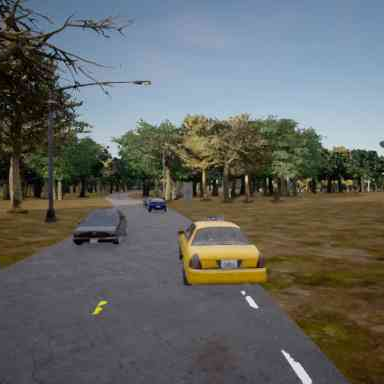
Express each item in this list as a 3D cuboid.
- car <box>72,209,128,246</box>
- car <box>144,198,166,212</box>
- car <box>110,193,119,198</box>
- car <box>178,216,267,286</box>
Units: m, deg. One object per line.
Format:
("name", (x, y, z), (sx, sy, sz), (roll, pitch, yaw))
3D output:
("car", (-4.079, 1.534, 15.640), (2.033, 1.411, 5.357), (0, 0, -5))
("car", (-4.056, 1.399, 37.890), (1.882, 1.535, 5.008), (0, 0, -11))
("car", (-18.947, 0.848, 81.765), (2.097, 1.767, 4.553), (0, 1, -17))
("car", (0.584, 1.447, 9.388), (1.801, 1.575, 5.366), (0, 0, -4))
